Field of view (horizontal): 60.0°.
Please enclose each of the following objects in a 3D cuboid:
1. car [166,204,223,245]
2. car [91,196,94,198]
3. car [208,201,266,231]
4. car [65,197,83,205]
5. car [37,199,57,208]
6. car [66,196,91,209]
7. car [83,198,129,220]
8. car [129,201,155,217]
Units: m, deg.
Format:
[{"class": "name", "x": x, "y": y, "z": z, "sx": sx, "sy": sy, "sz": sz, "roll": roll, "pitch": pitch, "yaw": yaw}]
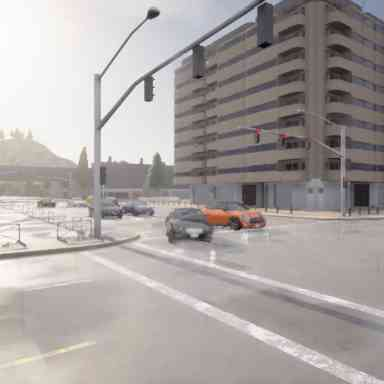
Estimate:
[{"class": "car", "x": -0.226, "y": 1.522, "z": 16.005, "sx": 2.128, "sy": 1.511, "sz": 4.902, "roll": 0, "pitch": 0, "yaw": -8}, {"class": "car", "x": -19.679, "y": 1.533, "z": 64.794, "sx": 1.882, "sy": 1.535, "sz": 5.008, "roll": 0, "pitch": 0, "yaw": -35}, {"class": "car", "x": 2.502, "y": 1.397, "z": 21.027, "sx": 2.097, "sy": 1.767, "sz": 4.553, "roll": 0, "pitch": 0, "yaw": -35}, {"class": "car", "x": -22.087, "y": 1.619, "z": 62.139, "sx": 1.994, "sy": 1.385, "sz": 4.181, "roll": 0, "pitch": 0, "yaw": -35}, {"class": "car", "x": -21.147, "y": 1.656, "z": 48.428, "sx": 1.895, "sy": 1.301, "sz": 4.718, "roll": 0, "pitch": 0, "yaw": -35}, {"class": "car", "x": -16.559, "y": 1.581, "z": 47.979, "sx": 1.812, "sy": 1.442, "sz": 4.674, "roll": 0, "pitch": 0, "yaw": -35}, {"class": "car", "x": -7.698, "y": 1.559, "z": 29.372, "sx": 1.837, "sy": 1.490, "sz": 4.892, "roll": 0, "pitch": 0, "yaw": -35}, {"class": "car", "x": -5.341, "y": 1.582, "z": 32.106, "sx": 1.812, "sy": 1.442, "sz": 4.674, "roll": 0, "pitch": 0, "yaw": -35}]
